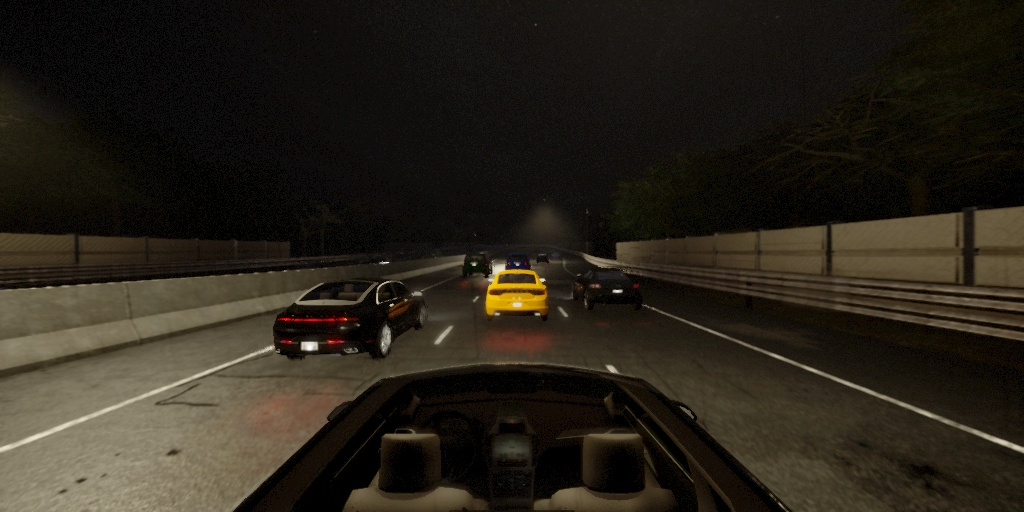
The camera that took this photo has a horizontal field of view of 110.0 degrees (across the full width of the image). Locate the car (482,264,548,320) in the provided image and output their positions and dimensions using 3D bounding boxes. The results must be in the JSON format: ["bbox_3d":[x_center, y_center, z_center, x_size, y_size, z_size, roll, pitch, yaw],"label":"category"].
[{"bbox_3d":[0.174,1.219,12.674,1.882,1.535,5.008,0,0,1],"label":"car"}]

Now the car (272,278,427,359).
[{"bbox_3d":[-3.363,1.254,8.403,1.837,1.490,4.892,0,0,0],"label":"car"}]

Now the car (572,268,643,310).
[{"bbox_3d":[3.572,1.154,14.082,1.994,1.385,4.181,0,0,1],"label":"car"}]

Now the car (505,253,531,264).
[{"bbox_3d":[0.527,0.756,31.873,2.150,2.045,5.566,0,1,2],"label":"car"}]

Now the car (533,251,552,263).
[{"bbox_3d":[4.998,0.323,59.741,2.128,1.511,4.902,0,2,3],"label":"car"}]

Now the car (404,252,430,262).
[{"bbox_3d":[-13.097,0.664,48.593,1.837,1.490,4.892,0,1,3],"label":"car"}]

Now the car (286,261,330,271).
[{"bbox_3d":[-17.206,1.130,30.425,1.994,1.385,4.181,0,1,2],"label":"car"}]

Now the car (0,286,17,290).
[{"bbox_3d":[-14.060,1.311,8.470,1.994,1.385,4.181,0,0,0],"label":"car"}]

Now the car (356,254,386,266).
[{"bbox_3d":[-20.028,0.616,50.257,2.128,1.511,4.902,0,1,3],"label":"car"}]

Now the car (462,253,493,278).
[{"bbox_3d":[-2.980,0.762,31.666,2.150,2.045,5.566,0,1,1],"label":"car"}]
